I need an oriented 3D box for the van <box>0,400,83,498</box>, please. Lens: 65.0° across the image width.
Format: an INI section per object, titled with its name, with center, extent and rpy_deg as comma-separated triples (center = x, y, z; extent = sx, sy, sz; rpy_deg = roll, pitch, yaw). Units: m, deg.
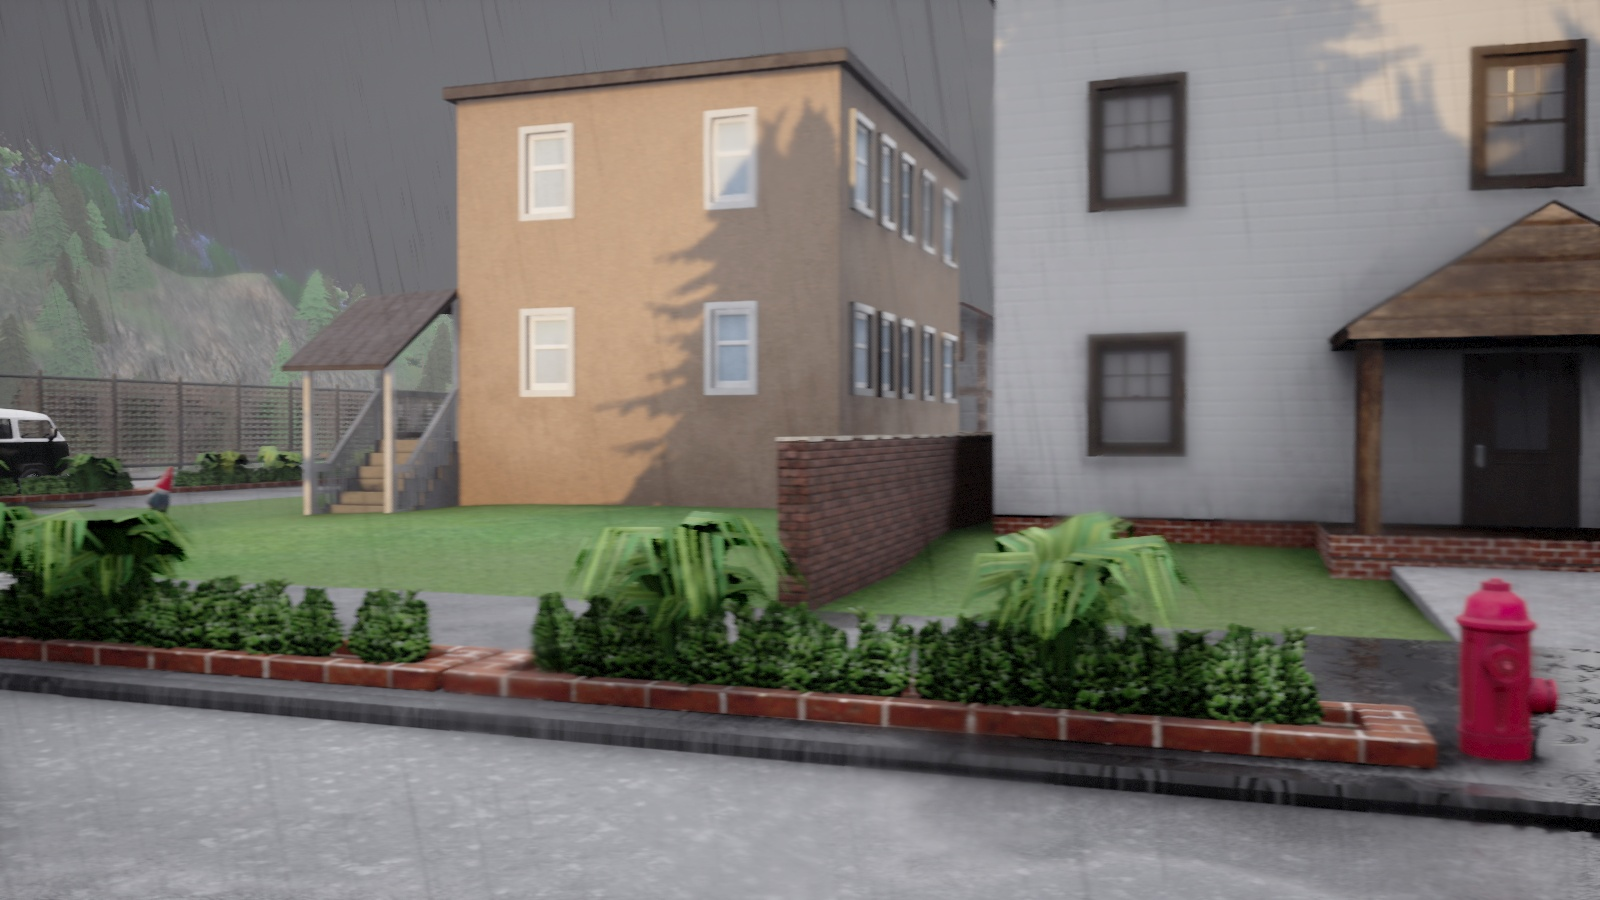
[van]
center = -17.690, -0.029, 26.212
extent = 2.069, 2.038, 4.480
rpy_deg = 1, 1, 18
